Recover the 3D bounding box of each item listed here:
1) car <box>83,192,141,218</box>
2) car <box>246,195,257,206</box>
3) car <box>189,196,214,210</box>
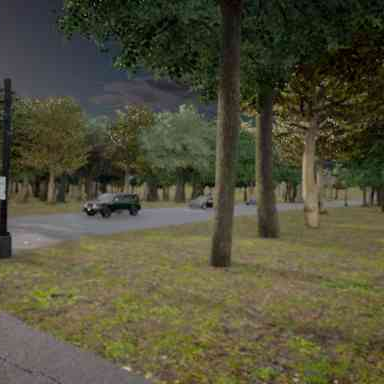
[{"bbox_3d":[-6.805,1.059,29.100,2.150,2.045,5.566,3,1,32],"label":"car"},{"bbox_3d":[11.319,1.527,57.996,2.150,2.045,5.566,3,1,32],"label":"car"},{"bbox_3d":[1.468,1.287,42.375,2.097,1.767,4.553,3,1,32],"label":"car"}]
